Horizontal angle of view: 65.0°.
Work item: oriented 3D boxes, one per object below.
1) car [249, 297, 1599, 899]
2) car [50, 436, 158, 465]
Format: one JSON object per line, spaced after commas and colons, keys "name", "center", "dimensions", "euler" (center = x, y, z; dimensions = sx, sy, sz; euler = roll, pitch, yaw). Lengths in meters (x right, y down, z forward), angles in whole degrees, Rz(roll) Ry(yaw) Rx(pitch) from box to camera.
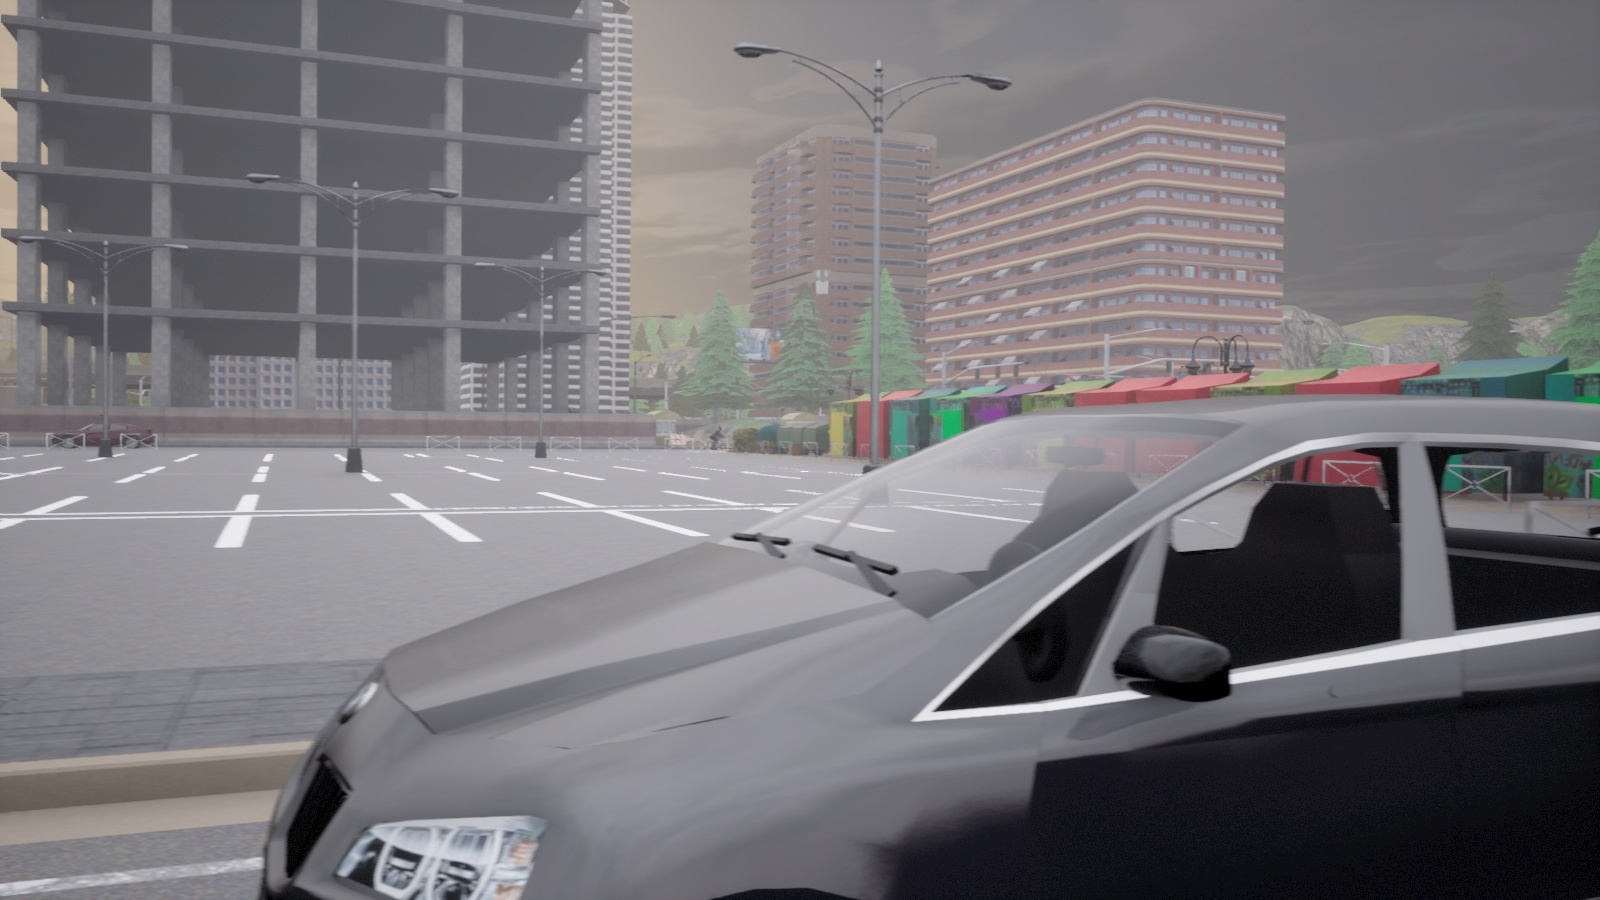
{"name": "car", "center": [1.003, 0.573, 3.617], "dimensions": [4.611, 1.667, 2.242], "euler": [-1, 1, -21]}
{"name": "car", "center": [-38.409, 0.006, 69.432], "dimensions": [5.008, 1.535, 1.882], "euler": [-1, 1, -23]}
